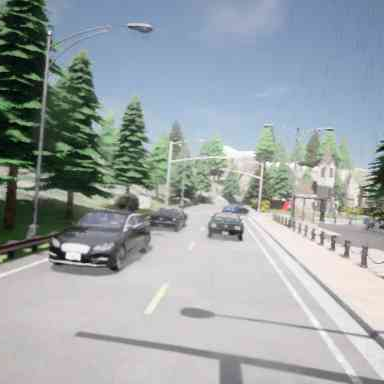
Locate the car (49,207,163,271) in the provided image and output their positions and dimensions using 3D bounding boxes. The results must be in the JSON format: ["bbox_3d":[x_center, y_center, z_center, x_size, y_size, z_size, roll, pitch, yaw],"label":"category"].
[{"bbox_3d":[-2.597,1.332,10.531,2.128,1.511,4.902,5,0,6],"label":"car"}]

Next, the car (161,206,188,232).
[{"bbox_3d":[-1.456,1.578,20.639,1.895,1.301,4.718,5,0,7],"label":"car"}]

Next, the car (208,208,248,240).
[{"bbox_3d":[1.981,1.847,19.241,1.895,1.301,4.718,5,0,6],"label":"car"}]

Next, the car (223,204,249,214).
[{"bbox_3d":[5.528,2.170,41.457,2.033,1.411,5.357,4,0,29],"label":"car"}]
